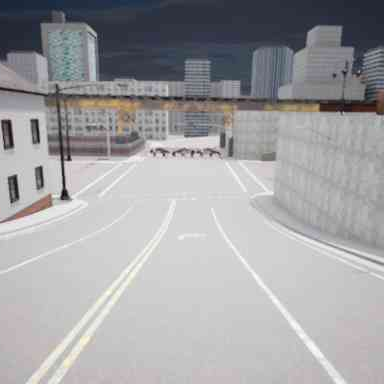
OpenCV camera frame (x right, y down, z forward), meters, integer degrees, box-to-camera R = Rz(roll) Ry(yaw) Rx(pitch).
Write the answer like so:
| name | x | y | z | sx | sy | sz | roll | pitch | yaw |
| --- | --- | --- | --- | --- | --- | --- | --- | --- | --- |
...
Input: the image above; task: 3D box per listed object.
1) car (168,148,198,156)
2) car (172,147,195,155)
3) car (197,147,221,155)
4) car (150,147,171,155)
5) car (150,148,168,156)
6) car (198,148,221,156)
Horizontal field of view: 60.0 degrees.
| name | x | y | z | sx | sy | sz | roll | pitch | yaw |
| --- | --- | --- | --- | --- | --- | --- | --- | --- | --- |
| car | -1.830 | -8.267 | 68.599 | 4.974 | 1.542 | 2.038 | -8 | 16 | -35 |
| car | -1.785 | -8.427 | 68.594 | 4.536 | 1.218 | 1.853 | -8 | 16 | -35 |
| car | 3.502 | -8.513 | 69.318 | 4.536 | 1.218 | 1.853 | 8 | 15 | 28 |
| car | -6.472 | -8.504 | 68.623 | 4.536 | 1.218 | 1.853 | 13 | 18 | 43 |
| car | -6.437 | -8.342 | 68.623 | 4.974 | 1.542 | 2.038 | 13 | 18 | 43 |
| car | 3.545 | -8.353 | 69.329 | 4.974 | 1.542 | 2.038 | 8 | 15 | 28 |
